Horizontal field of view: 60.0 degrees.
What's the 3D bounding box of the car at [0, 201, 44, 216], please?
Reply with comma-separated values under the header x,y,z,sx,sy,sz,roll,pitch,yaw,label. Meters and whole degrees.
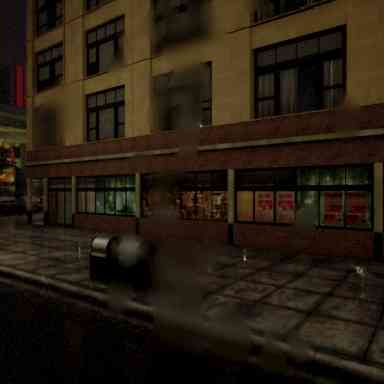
x,y,z,sx,sy,sz,roll,pitch,yaw,label
-17.201,1.547,32.354,2.033,1.411,5.357,0,0,36,car
